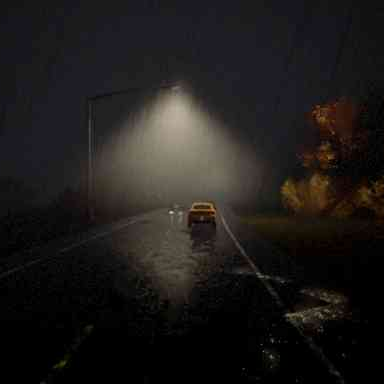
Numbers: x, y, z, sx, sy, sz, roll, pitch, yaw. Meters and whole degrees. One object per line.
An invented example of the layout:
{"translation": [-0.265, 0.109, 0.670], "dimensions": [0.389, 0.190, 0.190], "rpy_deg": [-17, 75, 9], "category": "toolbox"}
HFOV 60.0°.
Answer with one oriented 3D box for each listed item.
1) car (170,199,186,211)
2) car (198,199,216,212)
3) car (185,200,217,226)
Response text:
{"translation": [-1.644, 1.588, 42.084], "dimensions": [2.128, 1.511, 4.902], "rpy_deg": [0, 0, 5], "category": "car"}
{"translation": [1.935, 1.658, 41.208], "dimensions": [1.994, 1.385, 4.181], "rpy_deg": [0, 0, 5], "category": "car"}
{"translation": [0.750, 1.536, 23.720], "dimensions": [1.882, 1.535, 5.008], "rpy_deg": [0, 0, 3], "category": "car"}
